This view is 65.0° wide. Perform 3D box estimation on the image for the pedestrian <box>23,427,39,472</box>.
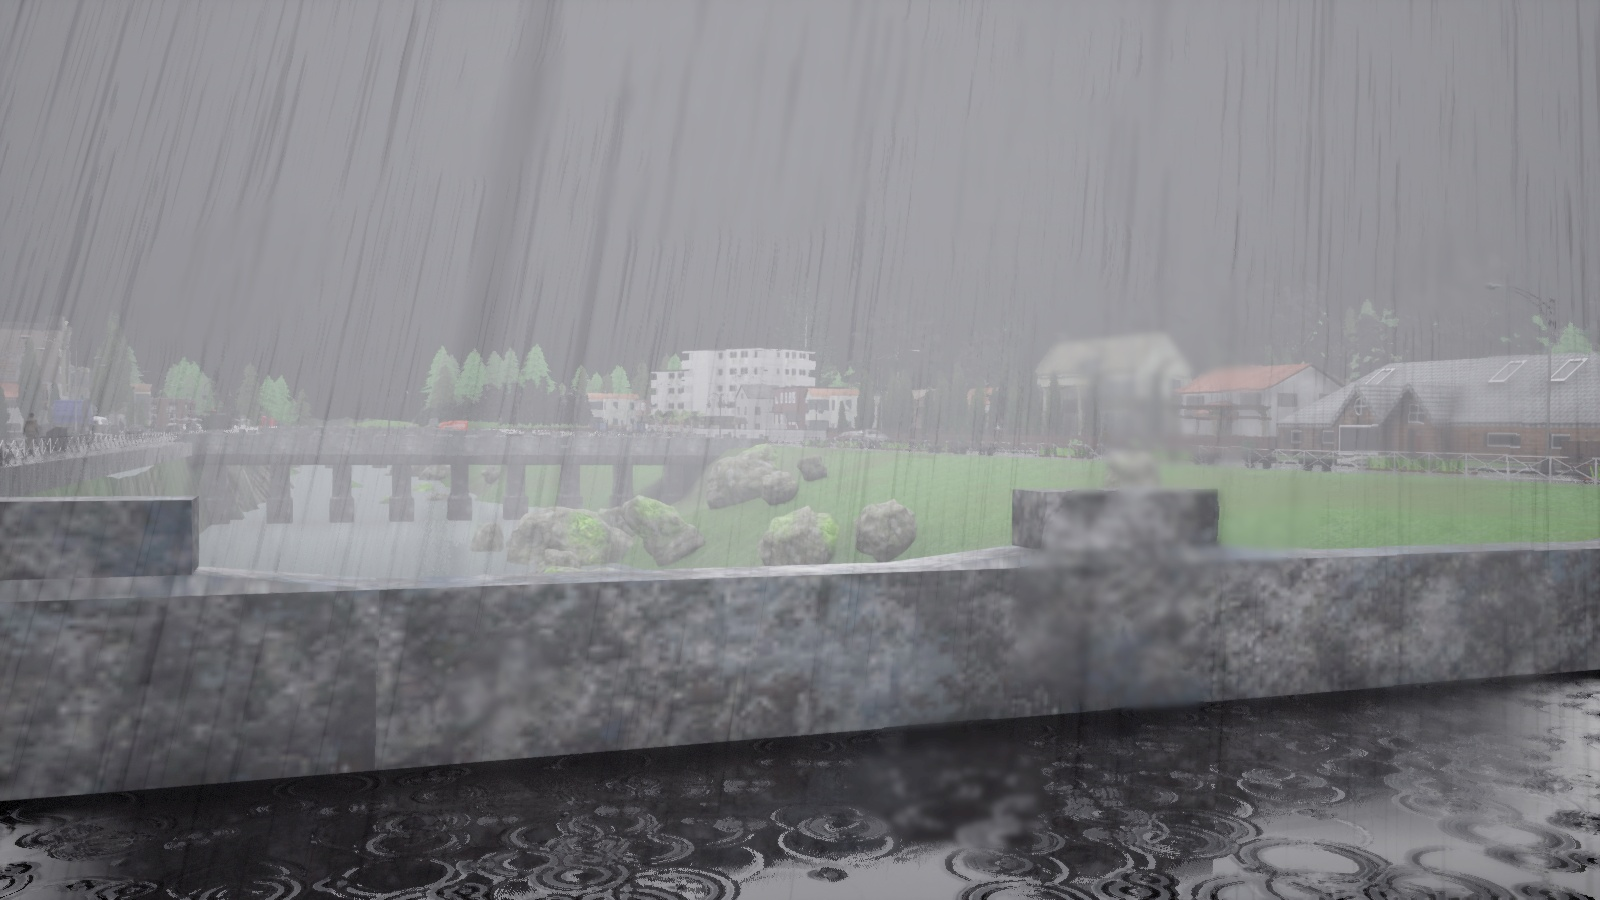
[{"bbox_3d":[-33.359,-0.018,54.487,0.396,1.930,0.692,-1,1,-17],"label":"pedestrian"}]
